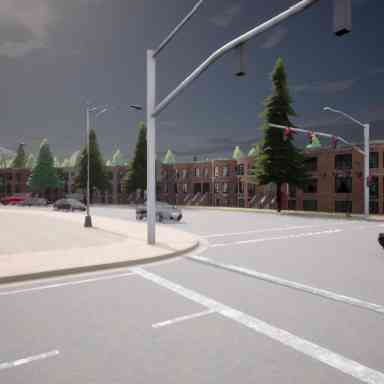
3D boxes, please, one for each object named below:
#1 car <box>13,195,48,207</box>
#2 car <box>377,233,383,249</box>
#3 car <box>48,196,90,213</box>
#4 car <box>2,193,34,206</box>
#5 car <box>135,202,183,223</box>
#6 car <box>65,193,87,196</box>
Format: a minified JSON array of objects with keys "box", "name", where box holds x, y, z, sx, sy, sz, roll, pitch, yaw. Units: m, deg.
[{"box":[-24.176,1.547,51.132,5.357,1.411,2.033,0,0,17],"name":"car"},{"box":[8.396,1.601,9.962,1.895,1.301,4.718,0,0,-34],"name":"car"},{"box":[-13.860,1.504,37.871,4.892,1.490,1.837,0,0,37],"name":"car"},{"box":[-29.038,1.221,55.918,5.566,2.045,2.150,0,0,10],"name":"car"},{"box":[-2.617,1.491,25.432,2.128,1.511,4.902,0,0,-37],"name":"car"},{"box":[-18.919,1.221,52.865,5.566,2.045,2.150,0,0,23],"name":"car"}]
